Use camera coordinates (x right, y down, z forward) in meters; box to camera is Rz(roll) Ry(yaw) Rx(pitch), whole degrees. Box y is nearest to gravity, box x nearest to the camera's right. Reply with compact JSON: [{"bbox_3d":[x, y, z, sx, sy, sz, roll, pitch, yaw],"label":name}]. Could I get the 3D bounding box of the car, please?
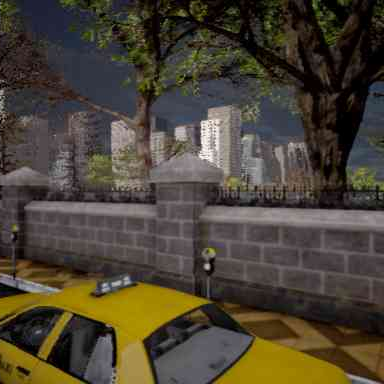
[{"bbox_3d":[-0.979,1.525,3.414,4.829,1.417,1.752,0,0,35],"label":"car"}]
